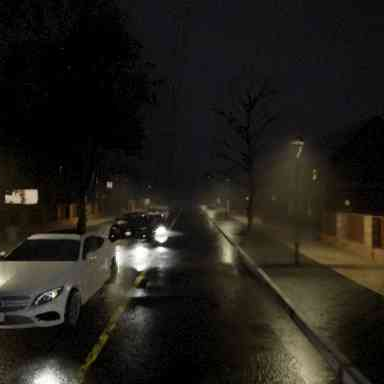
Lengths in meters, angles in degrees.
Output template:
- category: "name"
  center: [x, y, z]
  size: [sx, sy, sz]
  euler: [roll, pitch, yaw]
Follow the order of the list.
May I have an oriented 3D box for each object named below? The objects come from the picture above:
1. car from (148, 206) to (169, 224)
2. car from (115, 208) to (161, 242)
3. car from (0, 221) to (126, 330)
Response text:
- category: "car"
  center: [-2.946, 1.870, 27.243]
  size: [1.895, 1.301, 4.718]
  euler: [0, -1, 0]
- category: "car"
  center: [-2.928, 1.736, 17.291]
  size: [1.994, 1.385, 4.181]
  euler: [0, -1, 0]
- category: "car"
  center: [-2.885, 1.600, 7.200]
  size: [1.812, 1.442, 4.674]
  euler: [0, -1, 0]
